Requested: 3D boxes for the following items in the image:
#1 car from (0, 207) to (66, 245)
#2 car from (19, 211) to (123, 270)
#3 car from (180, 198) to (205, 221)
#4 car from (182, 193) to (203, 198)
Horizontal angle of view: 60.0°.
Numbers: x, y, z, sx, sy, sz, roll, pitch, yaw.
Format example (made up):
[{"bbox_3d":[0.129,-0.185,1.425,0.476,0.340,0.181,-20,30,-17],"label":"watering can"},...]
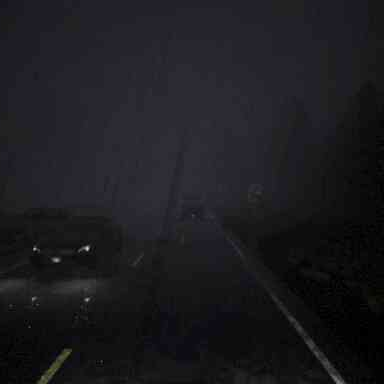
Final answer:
[{"bbox_3d":[-6.477,1.421,14.365,1.816,1.474,4.193,6,0,-2],"label":"car"},{"bbox_3d":[-3.547,1.500,11.070,1.812,1.442,4.674,0,0,1],"label":"car"},{"bbox_3d":[0.067,1.465,26.030,1.812,1.442,4.674,0,0,0],"label":"car"},{"bbox_3d":[0.043,1.130,38.418,2.150,2.045,5.566,0,0,0],"label":"car"}]
